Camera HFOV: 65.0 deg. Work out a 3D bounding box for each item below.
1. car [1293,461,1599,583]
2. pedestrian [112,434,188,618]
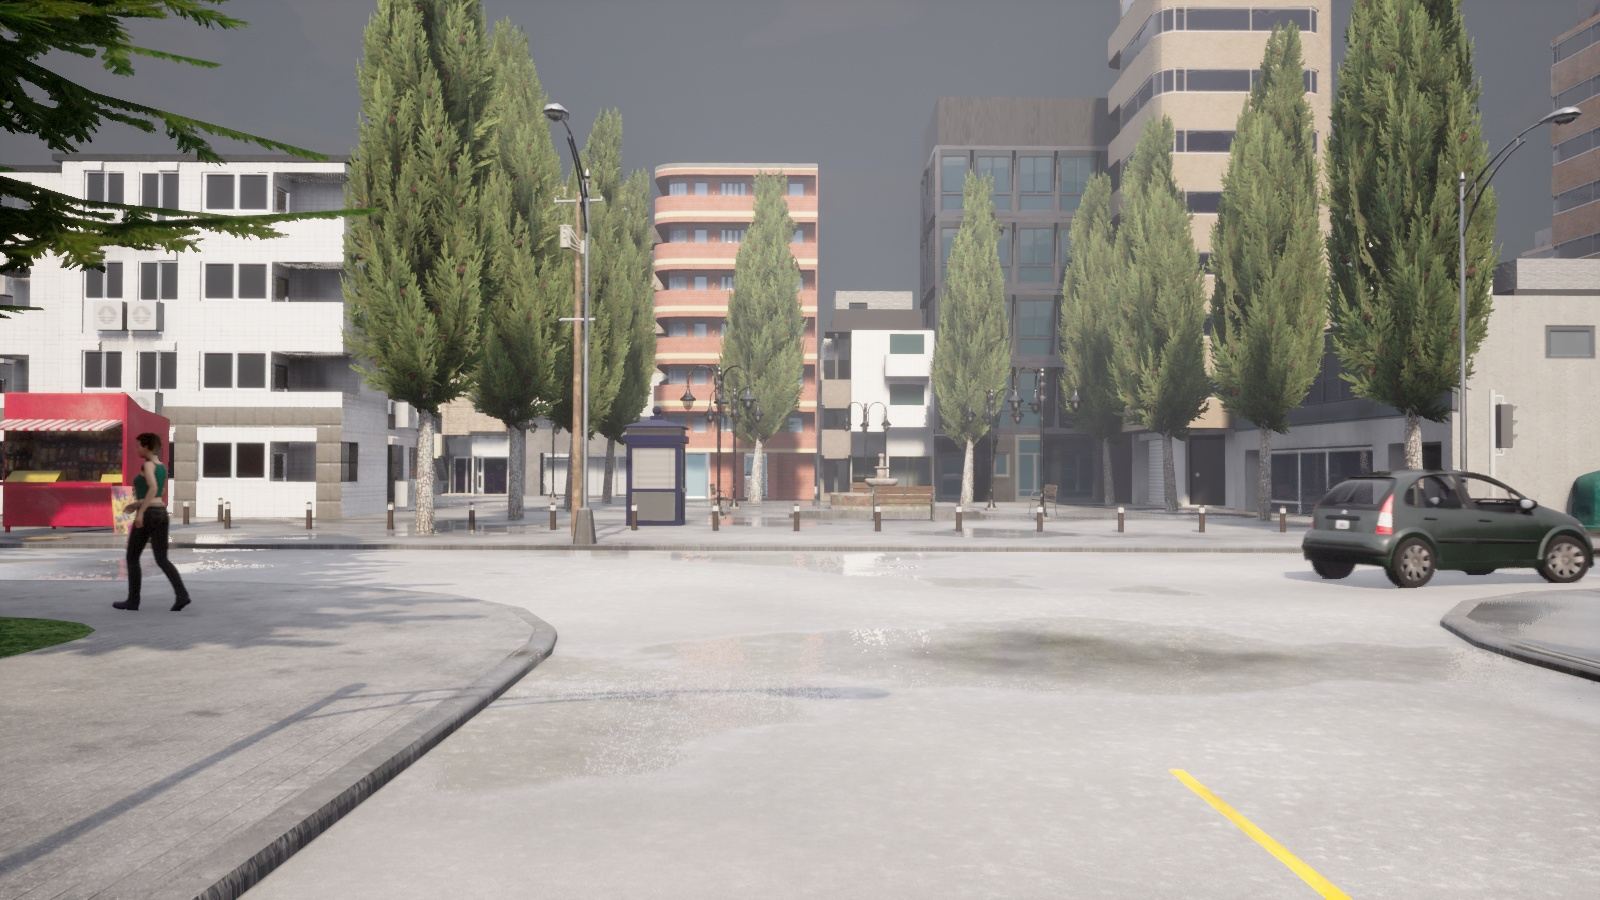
[{"bbox_3d":[9.457,0.980,18.221,3.988,1.617,1.851,0,-1,-17],"label":"car"},{"bbox_3d":[-6.613,0.765,12.782,0.594,1.836,0.345,0,-1,6],"label":"pedestrian"}]
